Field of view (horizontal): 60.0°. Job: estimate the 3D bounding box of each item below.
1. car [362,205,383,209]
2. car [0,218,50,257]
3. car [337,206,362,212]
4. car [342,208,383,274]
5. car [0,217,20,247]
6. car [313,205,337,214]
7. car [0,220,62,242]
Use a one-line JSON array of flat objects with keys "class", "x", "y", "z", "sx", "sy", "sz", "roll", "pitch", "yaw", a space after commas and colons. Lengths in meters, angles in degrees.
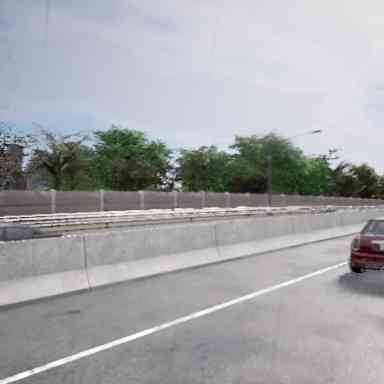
[{"class": "car", "x": 22.789, "y": 2.348, "z": 40.090, "sx": 5.008, "sy": 1.535, "sz": 1.882, "roll": 2, "pitch": -3, "yaw": -43}, {"class": "car", "x": -9.216, "y": 2.045, "z": 14.768, "sx": 4.902, "sy": 1.511, "sz": 2.128, "roll": 0, "pitch": -2, "yaw": -43}, {"class": "car", "x": 21.643, "y": 2.570, "z": 43.811, "sx": 5.357, "sy": 1.411, "sz": 2.033, "roll": 2, "pitch": -3, "yaw": -43}, {"class": "car", "x": 6.679, "y": 1.492, "z": 10.253, "sx": 4.553, "sy": 1.767, "sz": 2.097, "roll": 0, "pitch": -2, "yaw": -43}, {"class": "car", "x": -11.791, "y": 2.167, "z": 17.150, "sx": 4.892, "sy": 1.490, "sz": 1.837, "roll": 0, "pitch": -2, "yaw": -43}, {"class": "car", "x": 18.295, "y": 2.589, "z": 45.462, "sx": 4.902, "sy": 1.511, "sz": 2.128, "roll": 2, "pitch": -3, "yaw": -43}, {"class": "car", "x": -7.192, "y": 1.921, "z": 11.871, "sx": 5.008, "sy": 1.535, "sz": 1.882, "roll": 0, "pitch": -2, "yaw": -43}]
